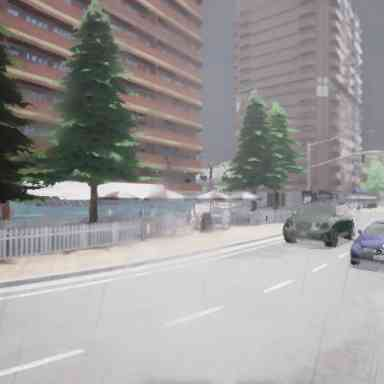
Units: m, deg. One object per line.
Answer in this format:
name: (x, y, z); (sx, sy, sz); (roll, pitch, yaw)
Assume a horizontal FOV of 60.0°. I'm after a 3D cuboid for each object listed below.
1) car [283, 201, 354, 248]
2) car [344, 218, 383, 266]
car: (6.570, 1.515, 16.806); (2.150, 2.045, 5.566); (0, -1, 38)
car: (7.060, 1.745, 11.785); (1.812, 1.442, 4.674); (0, -1, 39)
